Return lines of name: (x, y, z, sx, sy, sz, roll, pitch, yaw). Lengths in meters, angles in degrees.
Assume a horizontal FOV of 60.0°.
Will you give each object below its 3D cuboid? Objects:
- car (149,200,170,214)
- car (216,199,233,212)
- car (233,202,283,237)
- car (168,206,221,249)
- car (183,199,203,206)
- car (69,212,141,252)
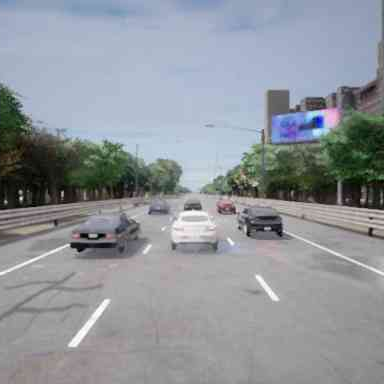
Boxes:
car: (-3.390, 1.570, 35.310, 1.994, 1.385, 4.181, 0, 0, 0)
car: (3.612, 1.532, 35.917, 1.812, 1.442, 4.674, 0, 0, 0)
car: (3.606, 1.507, 18.257, 1.837, 1.490, 4.892, 0, 0, 0)
car: (0.104, 1.528, 14.427, 1.812, 1.442, 4.674, 0, 0, 0)
car: (0.112, 1.510, 34.952, 1.837, 1.490, 4.892, 0, 0, 0)
car: (-3.395, 1.549, 13.910, 2.033, 1.411, 5.357, 0, 0, 0)
